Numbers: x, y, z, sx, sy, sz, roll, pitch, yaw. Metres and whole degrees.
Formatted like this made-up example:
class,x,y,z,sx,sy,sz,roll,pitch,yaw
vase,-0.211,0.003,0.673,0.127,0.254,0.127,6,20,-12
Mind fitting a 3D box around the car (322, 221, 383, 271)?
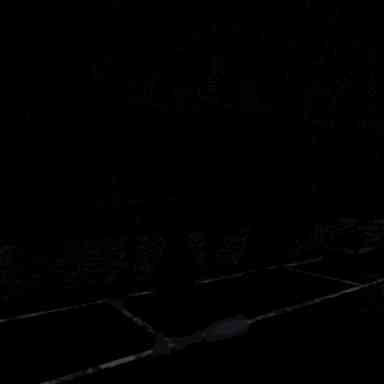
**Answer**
class,x,y,z,sx,sy,sz,roll,pitch,yaw
car,6.062,1.627,10.978,4.206,1.307,1.802,0,0,-36
